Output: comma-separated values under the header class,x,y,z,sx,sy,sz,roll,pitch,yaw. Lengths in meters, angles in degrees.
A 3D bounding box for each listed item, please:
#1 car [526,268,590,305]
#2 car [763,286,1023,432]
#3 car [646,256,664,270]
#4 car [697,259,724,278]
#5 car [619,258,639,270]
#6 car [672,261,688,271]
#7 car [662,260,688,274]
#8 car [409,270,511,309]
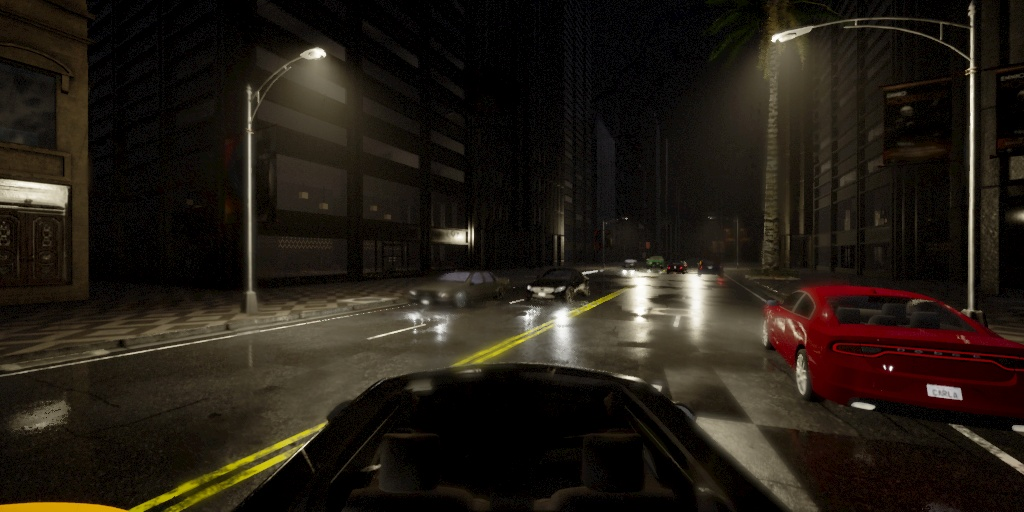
class,x,y,z,sx,sy,sz,roll,pitch,yaw
car,2.260,1.277,16.422,1.812,1.442,4.674,0,0,27
car,5.513,1.228,5.834,1.882,1.535,5.008,0,0,27
car,21.822,1.005,54.413,2.150,2.045,5.566,0,0,27
car,19.287,1.116,34.911,2.097,1.767,4.553,0,0,27
car,17.685,1.270,53.487,2.128,1.511,4.902,0,0,27
car,23.534,1.379,50.232,1.895,1.301,4.718,0,0,27
car,18.647,1.315,40.733,2.033,1.411,5.357,0,0,27
car,-1.921,1.298,15.400,2.033,1.411,5.357,0,0,27
